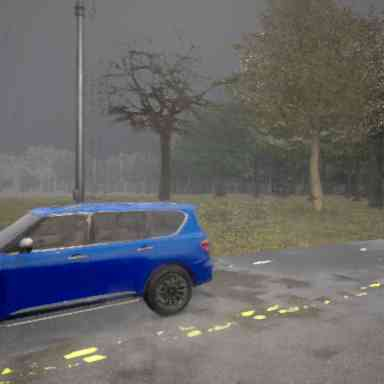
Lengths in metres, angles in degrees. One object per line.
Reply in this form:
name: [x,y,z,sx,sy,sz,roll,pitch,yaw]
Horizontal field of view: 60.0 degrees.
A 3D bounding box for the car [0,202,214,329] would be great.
car: [-2.217,1.223,6.101,5.566,2.045,2.150,0,0,-31]
